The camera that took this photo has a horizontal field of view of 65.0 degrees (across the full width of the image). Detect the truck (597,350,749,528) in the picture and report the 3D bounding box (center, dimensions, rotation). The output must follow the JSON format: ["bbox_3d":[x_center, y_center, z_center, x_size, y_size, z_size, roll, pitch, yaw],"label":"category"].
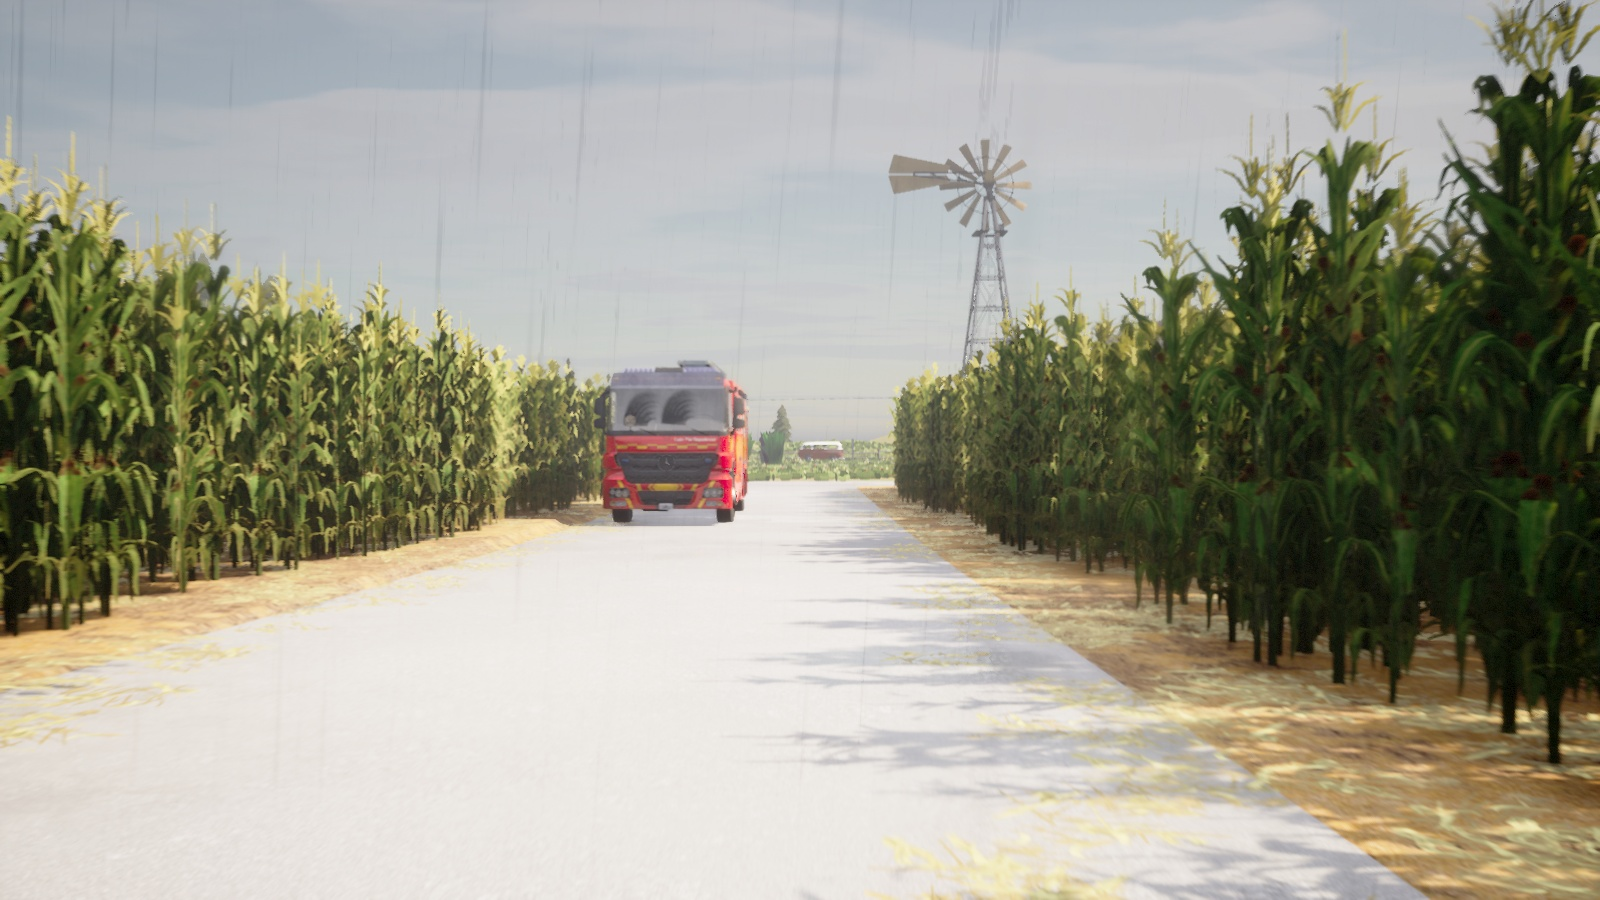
[{"bbox_3d":[-2.907,-0.244,31.259,2.891,3.827,8.468,0,0,0],"label":"truck"}]
